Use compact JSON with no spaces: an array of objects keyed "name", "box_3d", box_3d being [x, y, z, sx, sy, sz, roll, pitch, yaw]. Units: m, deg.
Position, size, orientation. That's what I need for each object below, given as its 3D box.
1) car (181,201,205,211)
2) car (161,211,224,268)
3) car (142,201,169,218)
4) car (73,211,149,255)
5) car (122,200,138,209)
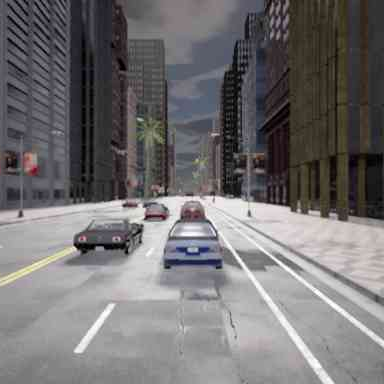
[{"name":"car","box_3d":[0.068,1.558,29.946,2.097,1.767,4.553,0,-1,0]},{"name":"car","box_3d":[0.045,1.628,11.509,2.033,1.411,5.357,0,0,0]},{"name":"car","box_3d":[-3.178,1.776,30.738,1.994,1.385,4.181,0,0,0]},{"name":"car","box_3d":[-3.187,1.697,13.795,1.895,1.301,4.718,0,0,0]},{"name":"car","box_3d":[-9.832,1.966,52.817,1.895,1.301,4.718,0,0,0]}]
